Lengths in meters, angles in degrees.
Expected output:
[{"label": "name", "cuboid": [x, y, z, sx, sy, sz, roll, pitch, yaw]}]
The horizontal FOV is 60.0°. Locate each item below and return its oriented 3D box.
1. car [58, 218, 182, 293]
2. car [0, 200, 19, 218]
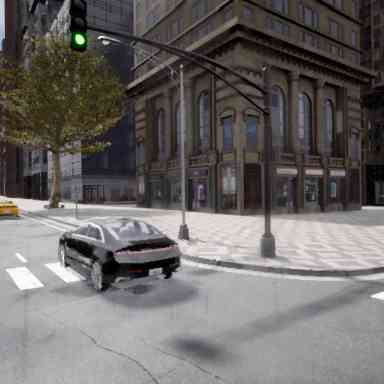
[{"label": "car", "cuboid": [-2.179, 1.459, 8.985, 2.128, 1.511, 4.902, -1, 1, -36]}, {"label": "car", "cuboid": [-16.440, 1.419, 28.953, 1.882, 1.535, 5.008, -1, 1, -36]}]
